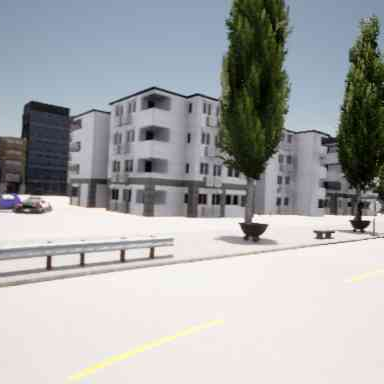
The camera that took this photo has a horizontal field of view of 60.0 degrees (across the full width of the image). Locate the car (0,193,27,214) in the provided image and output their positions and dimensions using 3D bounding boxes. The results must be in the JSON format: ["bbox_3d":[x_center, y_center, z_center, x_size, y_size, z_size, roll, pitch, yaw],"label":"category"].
[{"bbox_3d":[-15.490,0.821,26.479,3.633,1.501,1.845,3,0,-29],"label":"car"}]

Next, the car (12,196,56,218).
[{"bbox_3d":[-13.160,1.189,28.040,2.038,1.542,4.974,3,0,-11],"label":"car"}]

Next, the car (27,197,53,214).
[{"bbox_3d":[-13.143,1.032,27.990,1.853,1.218,4.536,3,0,-11],"label":"car"}]
